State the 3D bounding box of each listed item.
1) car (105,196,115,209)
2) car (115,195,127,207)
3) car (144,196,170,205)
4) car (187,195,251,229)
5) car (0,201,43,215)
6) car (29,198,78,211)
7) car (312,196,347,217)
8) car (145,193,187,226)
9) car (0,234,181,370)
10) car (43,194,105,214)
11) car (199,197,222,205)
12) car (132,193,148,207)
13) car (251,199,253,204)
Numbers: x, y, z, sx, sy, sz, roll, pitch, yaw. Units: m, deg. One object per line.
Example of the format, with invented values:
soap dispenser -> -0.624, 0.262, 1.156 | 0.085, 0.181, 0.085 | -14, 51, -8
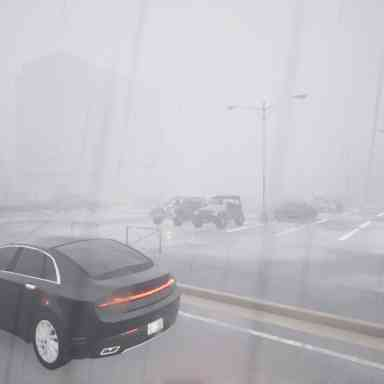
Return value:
car -> -12.487, 1.526, 42.164 | 1.812, 1.442, 4.674 | 0, 0, 34
car -> -11.824, 1.352, 49.424 | 2.097, 1.767, 4.553 | 0, 0, 34
car -> -6.044, 1.526, 57.934 | 1.812, 1.442, 4.674 | 0, 0, 35
car -> 1.714, 1.156, 20.226 | 1.905, 1.878, 3.866 | 0, 0, 34
car -> -17.489, 1.601, 34.753 | 1.895, 1.301, 4.718 | 0, 0, 34
car -> -17.161, 1.547, 41.507 | 2.033, 1.411, 5.357 | 0, 0, 34
car -> 13.761, 1.395, 33.160 | 1.970, 1.475, 3.806 | 0, 0, 34
car -> -0.650, 1.153, 21.896 | 1.932, 1.855, 4.605 | 0, 0, 34
car -> -2.448, 1.505, 5.747 | 4.892, 1.490, 1.837 | 0, 0, 36
car -> -12.489, 1.221, 35.514 | 2.150, 2.045, 5.566 | 0, 0, 34
car -> 3.360, 1.600, 59.088 | 1.895, 1.301, 4.718 | 0, 0, 34
car -> -6.600, 1.221, 50.875 | 2.150, 2.045, 5.566 | 0, 0, 34
car -> 9.855, 1.505, 62.469 | 1.837, 1.490, 4.892 | 0, 0, 34
